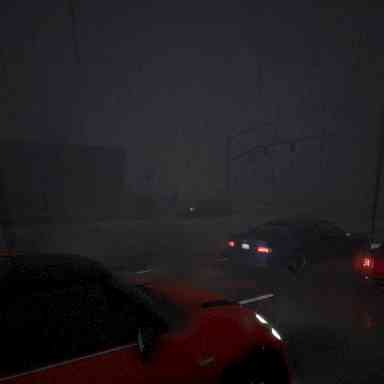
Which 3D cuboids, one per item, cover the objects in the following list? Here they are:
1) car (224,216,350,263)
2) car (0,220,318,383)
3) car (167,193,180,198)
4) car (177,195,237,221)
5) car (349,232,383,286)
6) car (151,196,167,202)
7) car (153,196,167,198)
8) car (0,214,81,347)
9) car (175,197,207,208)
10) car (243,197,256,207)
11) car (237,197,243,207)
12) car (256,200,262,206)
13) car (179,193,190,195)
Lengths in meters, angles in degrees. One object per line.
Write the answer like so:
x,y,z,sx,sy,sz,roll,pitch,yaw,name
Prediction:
3.534,1.547,10.615,5.357,1.411,2.033,0,0,-35,car
-1.222,1.352,2.875,4.553,1.767,2.097,0,0,-35,car
-5.278,1.547,68.530,2.033,1.411,5.357,0,0,-36,car
1.072,1.352,27.388,4.553,1.767,2.097,0,0,-36,car
6.108,1.601,8.144,4.718,1.301,1.895,0,0,-35,car
-7.717,1.552,77.830,1.994,1.385,4.181,0,0,-36,car
-7.627,1.548,65.767,2.033,1.411,5.357,0,0,-36,car
-4.281,1.352,4.993,4.553,1.767,2.097,0,0,-35,car
-0.222,1.547,49.552,2.033,1.411,5.357,0,0,-36,car
7.075,1.478,51.427,1.882,1.535,5.008,0,0,-36,car
4.677,1.478,48.772,1.882,1.535,5.008,0,0,-36,car
9.333,1.563,54.278,1.994,1.385,4.181,0,0,-36,car
-1.521,1.223,69.325,2.150,2.045,5.566,0,0,-36,car
